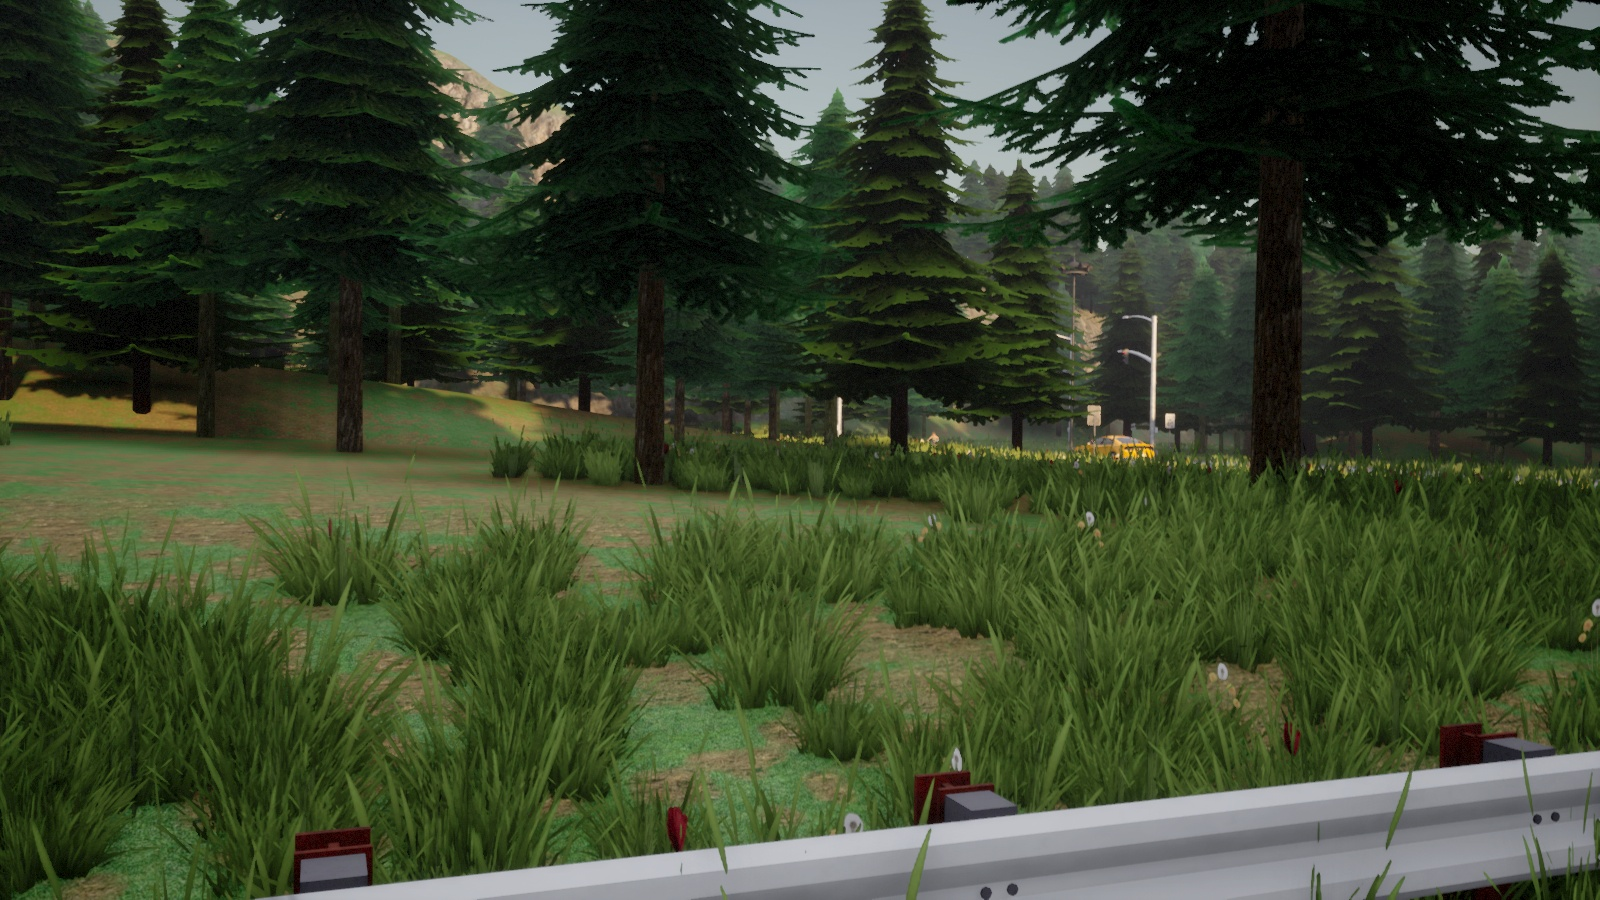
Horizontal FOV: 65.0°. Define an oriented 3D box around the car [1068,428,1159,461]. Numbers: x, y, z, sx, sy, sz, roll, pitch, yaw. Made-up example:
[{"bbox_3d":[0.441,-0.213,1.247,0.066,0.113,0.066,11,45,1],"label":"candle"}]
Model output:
[{"bbox_3d":[15.349,-0.308,61.710,1.882,1.535,5.008,-1,1,-20],"label":"car"}]
